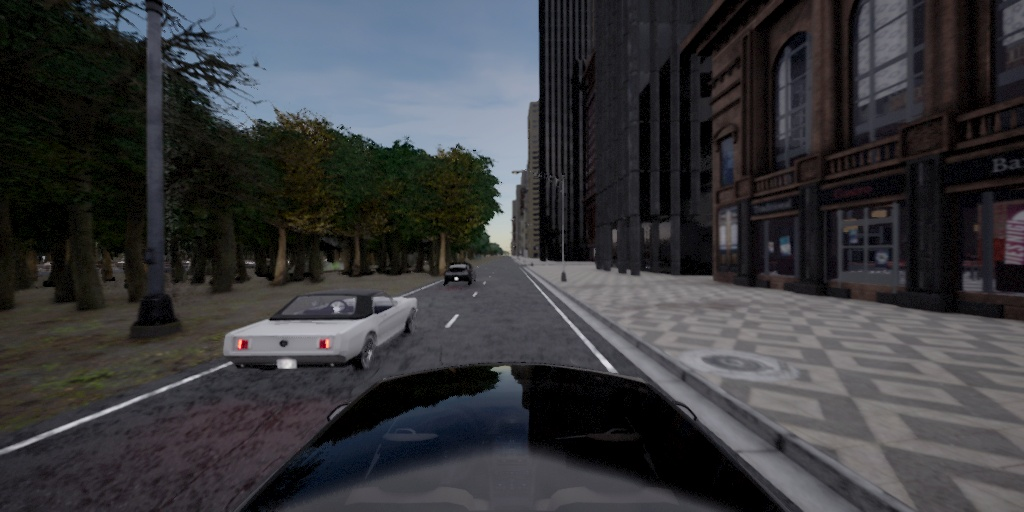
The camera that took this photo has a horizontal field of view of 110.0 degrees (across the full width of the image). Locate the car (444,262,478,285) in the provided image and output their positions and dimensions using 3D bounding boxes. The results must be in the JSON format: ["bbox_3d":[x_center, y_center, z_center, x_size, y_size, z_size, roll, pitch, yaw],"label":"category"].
[{"bbox_3d":[-3.602,1.194,25.488,1.837,1.490,4.892,0,0,-1],"label":"car"}]

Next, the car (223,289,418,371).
[{"bbox_3d":[-3.437,1.349,7.669,1.895,1.301,4.718,0,0,-1],"label":"car"}]
